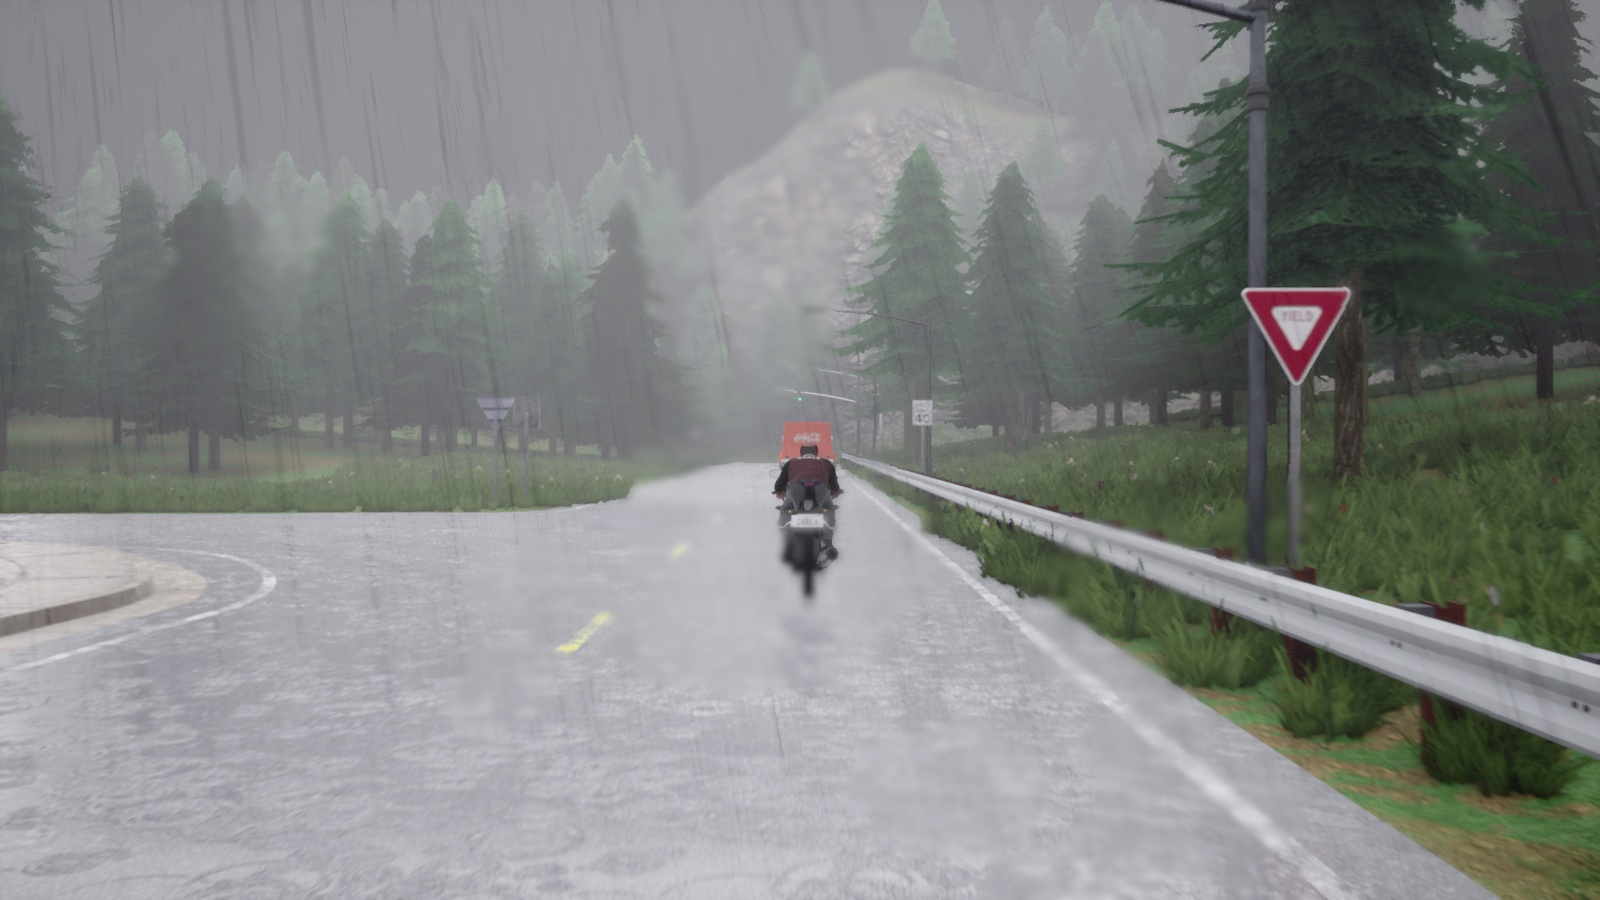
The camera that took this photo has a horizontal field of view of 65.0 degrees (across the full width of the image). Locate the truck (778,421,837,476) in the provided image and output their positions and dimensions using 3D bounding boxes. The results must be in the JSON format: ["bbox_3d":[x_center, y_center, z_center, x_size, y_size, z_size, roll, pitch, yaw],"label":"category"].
[{"bbox_3d":[0.350,-0.071,58.738,2.627,2.467,5.204,0,0,0],"label":"truck"}]

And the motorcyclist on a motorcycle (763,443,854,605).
[{"bbox_3d":[0.090,0.701,13.152,0.866,1.530,2.191,0,1,0],"label":"motorcyclist on a motorcycle"}]
